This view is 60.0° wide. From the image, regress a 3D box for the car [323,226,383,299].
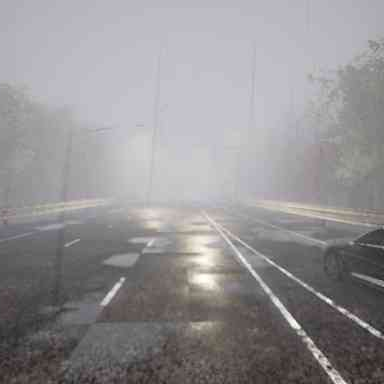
[{"bbox_3d":[4.596,1.435,6.921,2.033,1.649,4.856,0,0,-5],"label":"car"}]
